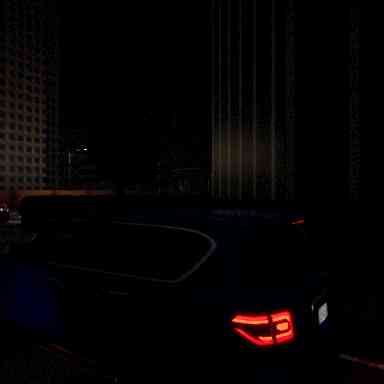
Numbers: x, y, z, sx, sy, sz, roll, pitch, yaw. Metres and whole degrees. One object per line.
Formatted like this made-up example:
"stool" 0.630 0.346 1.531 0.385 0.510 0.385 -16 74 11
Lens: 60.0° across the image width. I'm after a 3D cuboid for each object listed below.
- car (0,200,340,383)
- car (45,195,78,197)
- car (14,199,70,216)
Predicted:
"car" -0.958 1.221 4.671 5.566 2.045 2.150 0 0 35
"car" -11.981 1.277 32.788 2.150 2.045 5.566 0 0 35
"car" -15.403 1.533 34.354 1.882 1.535 5.008 0 0 35
